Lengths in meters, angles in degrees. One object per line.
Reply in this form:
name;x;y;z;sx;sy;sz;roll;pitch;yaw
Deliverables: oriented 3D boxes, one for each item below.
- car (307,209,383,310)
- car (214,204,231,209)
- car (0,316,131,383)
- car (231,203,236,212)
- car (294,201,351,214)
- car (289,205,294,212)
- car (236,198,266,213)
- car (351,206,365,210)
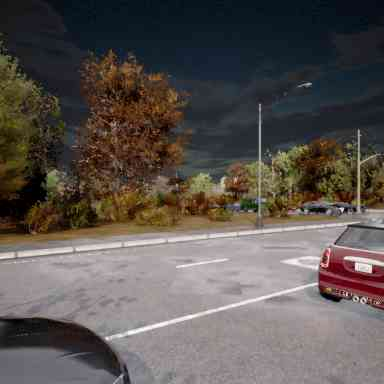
car;4.773;1.362;7.098;4.553;1.767;2.097;0;0;-35
car;3.626;2.635;52.773;1.895;1.301;4.718;0;-3;-32
car;-2.718;1.492;1.814;4.902;1.511;2.128;0;0;-35
car;6.896;2.563;54.135;2.033;1.411;5.357;0;-3;-32
car;14.052;1.708;36.044;2.128;1.511;4.902;0;-1;-32
car;12.107;2.009;45.779;1.882;1.535;5.008;0;-3;-32
car;8.823;1.767;44.433;2.150;2.045;5.566;0;-3;-32
car;17.093;1.826;37.790;1.895;1.301;4.718;0;-1;-32
